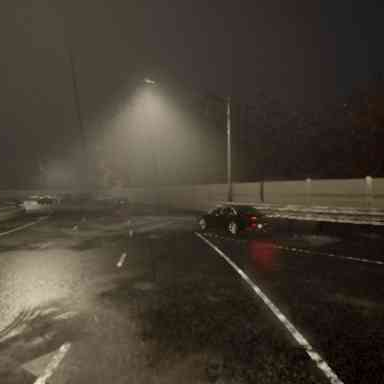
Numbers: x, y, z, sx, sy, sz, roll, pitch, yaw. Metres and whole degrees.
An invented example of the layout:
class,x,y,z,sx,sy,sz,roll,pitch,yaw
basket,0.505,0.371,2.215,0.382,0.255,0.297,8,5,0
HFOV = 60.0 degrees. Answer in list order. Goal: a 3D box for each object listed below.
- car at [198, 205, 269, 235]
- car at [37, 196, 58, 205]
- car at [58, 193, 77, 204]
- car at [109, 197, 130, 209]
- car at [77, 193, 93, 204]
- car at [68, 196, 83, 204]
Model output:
class,x,y,z,sx,sy,sz,roll,pitch,yaw
car,2.167,1.478,18.801,1.837,1.490,4.892,-1,0,-31
car,-27.503,1.707,62.316,2.033,1.411,5.357,0,0,-38
car,-24.703,1.277,64.412,2.150,2.045,5.566,0,0,-38
car,-10.222,1.444,46.384,2.097,1.767,4.553,-1,0,-26
car,-21.527,1.261,66.097,2.150,2.045,5.566,0,0,-38
car,-25.070,1.668,71.413,1.882,1.535,5.008,0,0,-34
